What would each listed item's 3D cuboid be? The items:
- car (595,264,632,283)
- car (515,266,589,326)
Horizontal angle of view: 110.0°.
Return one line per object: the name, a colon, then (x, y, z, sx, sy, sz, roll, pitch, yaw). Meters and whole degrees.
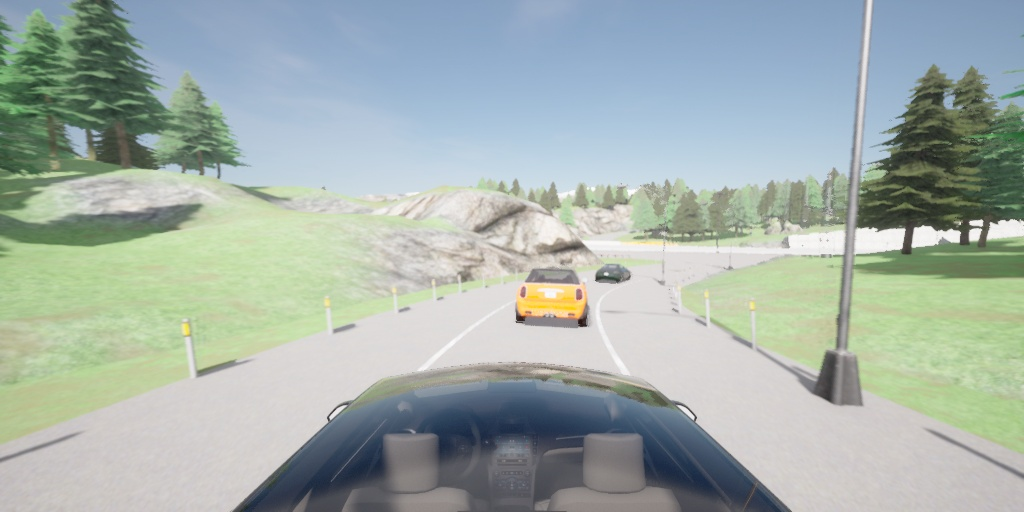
car: (8.207, 1.309, 28.776, 1.994, 1.385, 4.181, 3, 2, 32)
car: (1.474, 1.106, 12.110, 2.097, 1.767, 4.553, 1, 0, 11)
